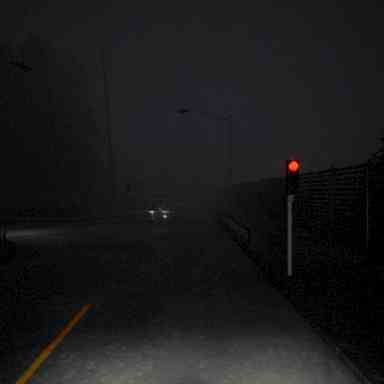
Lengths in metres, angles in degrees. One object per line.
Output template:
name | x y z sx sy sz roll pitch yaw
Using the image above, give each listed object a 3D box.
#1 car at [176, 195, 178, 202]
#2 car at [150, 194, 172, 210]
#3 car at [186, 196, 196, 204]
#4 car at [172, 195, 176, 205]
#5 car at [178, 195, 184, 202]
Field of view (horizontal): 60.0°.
car | -4.226 1.525 63.979 1.812 1.442 4.674 0 0 0
car | -4.231 1.221 43.935 2.150 2.045 5.566 0 0 0
car | -0.132 1.525 64.479 1.812 1.442 4.674 0 0 -1
car | -4.249 1.352 53.786 2.097 1.767 4.553 0 0 0
car | -3.944 1.500 77.035 4.892 1.490 1.837 0 0 40
